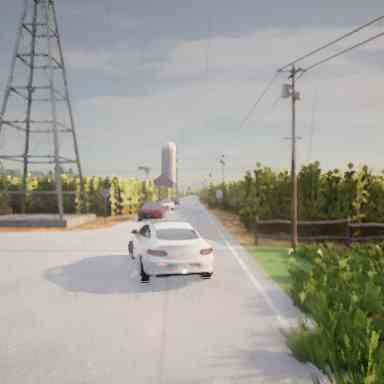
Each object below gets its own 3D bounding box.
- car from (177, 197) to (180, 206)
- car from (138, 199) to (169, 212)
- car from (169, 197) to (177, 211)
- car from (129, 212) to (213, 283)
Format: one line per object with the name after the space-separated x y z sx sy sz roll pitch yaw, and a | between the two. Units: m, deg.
-3.207 1.738 61.378 1.837 1.490 4.892 0 -1 0 | car
-3.293 1.582 27.780 1.882 1.535 5.008 0 0 0 | car
-3.281 1.688 43.374 1.812 1.442 4.674 0 0 0 | car
-0.749 1.550 9.803 1.812 1.442 4.674 1 0 -15 | car
